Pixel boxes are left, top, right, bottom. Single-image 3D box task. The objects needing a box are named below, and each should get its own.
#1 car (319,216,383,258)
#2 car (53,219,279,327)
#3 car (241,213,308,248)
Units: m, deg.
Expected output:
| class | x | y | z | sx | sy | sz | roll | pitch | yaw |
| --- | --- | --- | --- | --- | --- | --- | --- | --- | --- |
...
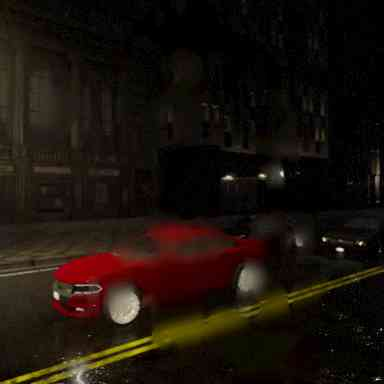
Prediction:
| class | x | y | z | sx | sy | sz | roll | pitch | yaw |
| --- | --- | --- | --- | --- | --- | --- | --- | --- | --- |
| car | 7.431 | 1.699 | 13.669 | 5.357 | 1.411 | 2.033 | 0 | -1 | -38 |
| car | -0.453 | 1.589 | 7.483 | 5.008 | 1.535 | 1.882 | 0 | -1 | -38 |
| car | 2.991 | 1.693 | 14.218 | 4.892 | 1.490 | 1.837 | 1 | -1 | -38 |
